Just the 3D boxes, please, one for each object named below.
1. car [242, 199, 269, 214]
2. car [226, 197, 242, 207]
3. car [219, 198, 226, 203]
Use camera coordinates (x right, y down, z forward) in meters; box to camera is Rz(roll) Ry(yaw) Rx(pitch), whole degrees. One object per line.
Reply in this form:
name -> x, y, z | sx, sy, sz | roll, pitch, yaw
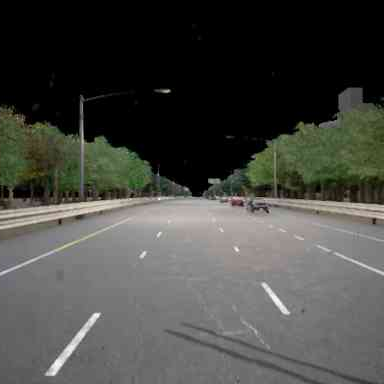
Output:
car -> 7.039, 1.527, 36.113 | 1.837, 1.490, 4.892 | 0, 0, 0
car -> 7.102, 1.584, 53.203 | 1.882, 1.535, 5.008 | 0, 0, 0
car -> 7.234, 1.929, 75.780 | 1.895, 1.301, 4.718 | 0, -1, 0
